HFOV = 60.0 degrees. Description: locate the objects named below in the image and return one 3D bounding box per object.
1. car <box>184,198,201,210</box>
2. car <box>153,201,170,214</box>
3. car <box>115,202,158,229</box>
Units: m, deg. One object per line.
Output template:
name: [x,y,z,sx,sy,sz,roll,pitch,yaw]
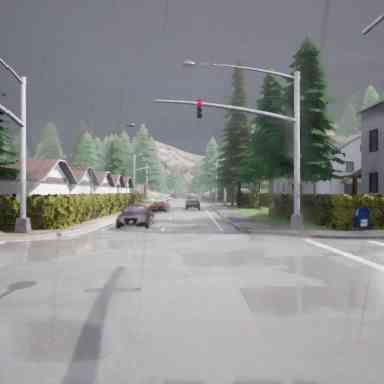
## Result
car: [0.100,1.518,43.303,1.837,1.490,4.892,0,0,0]
car: [-3.525,1.612,36.460,1.895,1.301,4.718,0,0,0]
car: [-3.569,1.570,21.438,1.994,1.385,4.181,0,0,0]
